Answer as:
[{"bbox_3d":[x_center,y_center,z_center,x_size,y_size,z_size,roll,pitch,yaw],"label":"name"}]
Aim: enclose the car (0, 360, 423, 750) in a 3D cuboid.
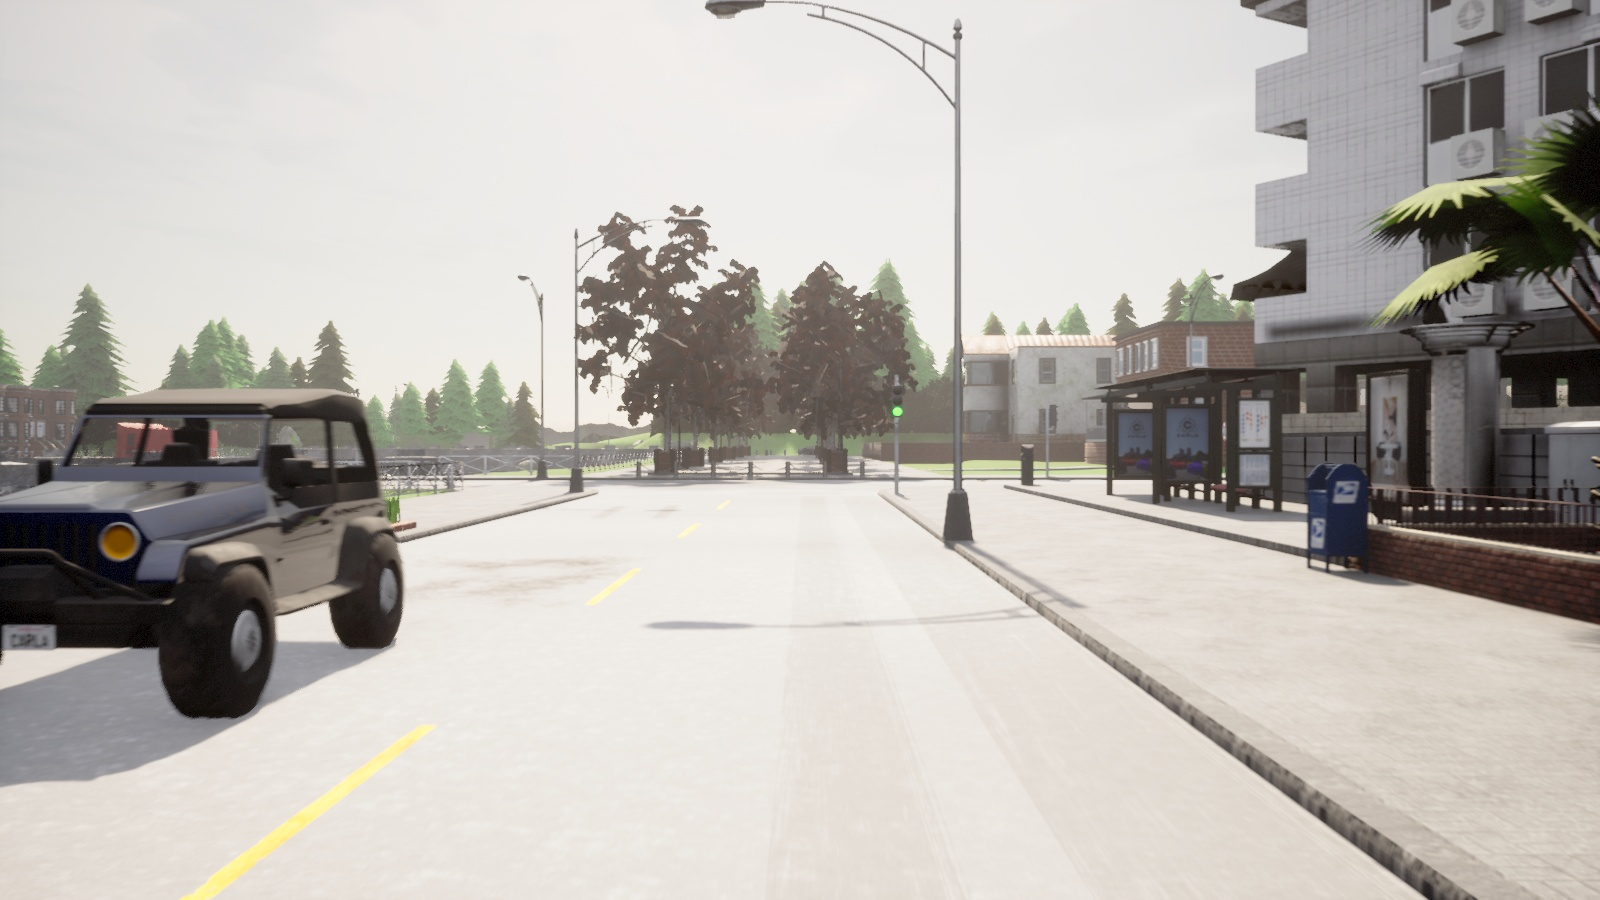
[{"bbox_3d":[-3.940,0.494,7.991,1.905,1.878,3.866,0,0,0],"label":"car"}]
